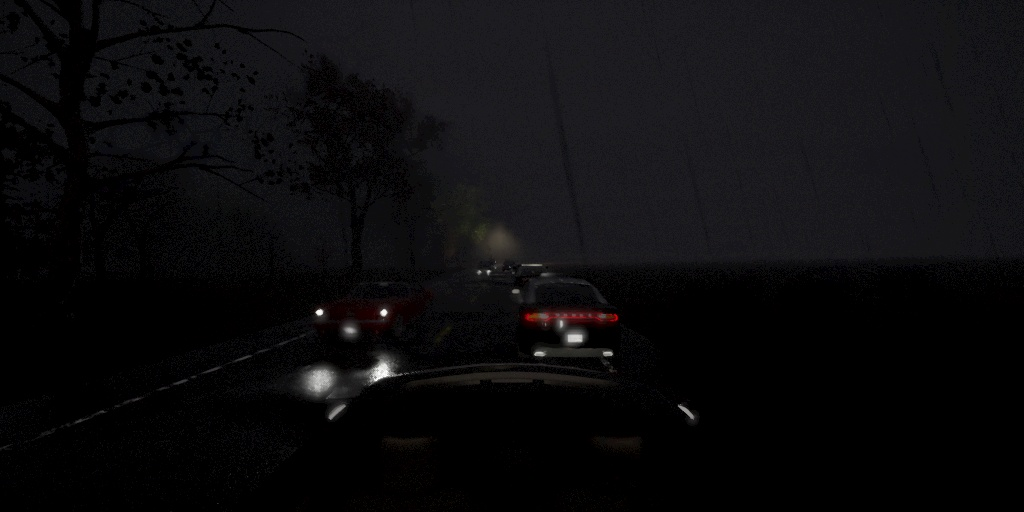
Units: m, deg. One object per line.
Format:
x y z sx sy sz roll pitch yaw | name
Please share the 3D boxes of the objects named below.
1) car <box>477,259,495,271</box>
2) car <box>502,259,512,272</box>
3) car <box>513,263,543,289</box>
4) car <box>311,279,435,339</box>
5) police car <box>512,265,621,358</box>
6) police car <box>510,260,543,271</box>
-3.975 1.334 51.880 2.033 1.411 5.357 0 0 -1 | car
-0.268 1.345 47.194 1.994 1.385 4.181 0 0 0 | car
0.992 1.264 24.498 1.837 1.490 4.892 0 0 0 | car
-3.602 1.352 10.194 1.895 1.301 4.718 0 0 0 | car
1.054 1.176 8.592 1.930 1.638 5.238 0 0 0 | police car
1.025 1.181 18.601 1.930 1.638 5.238 0 0 0 | police car
